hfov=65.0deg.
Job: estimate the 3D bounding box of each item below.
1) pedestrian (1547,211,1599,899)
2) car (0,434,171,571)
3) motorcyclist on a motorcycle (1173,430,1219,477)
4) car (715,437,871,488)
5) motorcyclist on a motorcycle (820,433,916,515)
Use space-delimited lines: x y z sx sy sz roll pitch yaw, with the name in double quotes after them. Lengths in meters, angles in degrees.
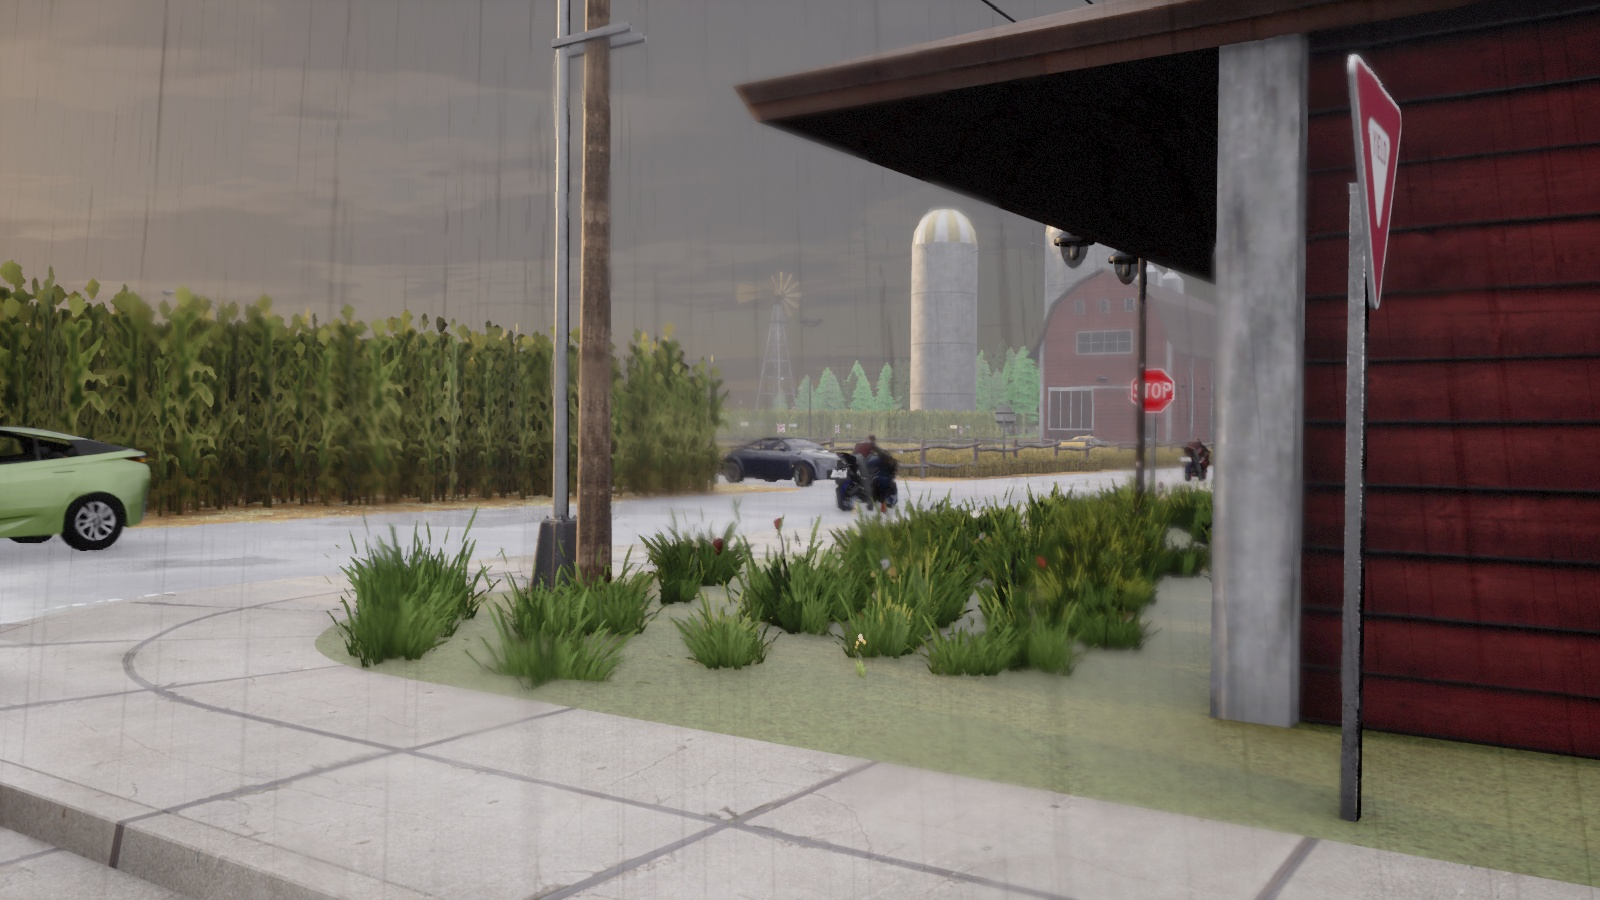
2.613 0.324 3.342 0.873 1.952 0.659 0 1 5 "pedestrian"
-9.984 0.599 14.408 2.007 1.525 4.514 0 1 34 "car"
13.322 0.097 42.181 0.866 1.530 2.191 0 1 34 "motorcyclist on a motorcycle"
-0.238 0.327 36.386 4.181 1.385 1.994 0 1 39 "car"
1.372 0.443 24.772 0.866 1.530 2.191 0 1 35 "motorcyclist on a motorcycle"
